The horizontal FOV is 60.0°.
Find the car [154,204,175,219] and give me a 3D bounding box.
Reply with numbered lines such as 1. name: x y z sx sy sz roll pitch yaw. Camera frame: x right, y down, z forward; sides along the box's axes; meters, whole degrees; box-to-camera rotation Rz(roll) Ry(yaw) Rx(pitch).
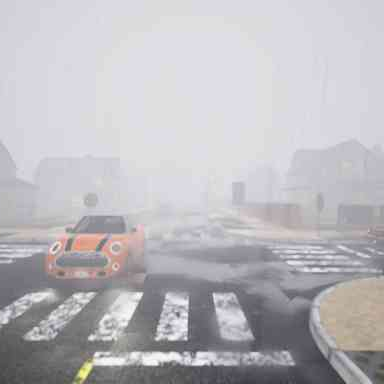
1. car: -2.696 1.884 33.872 2.033 1.411 5.357 0 -1 0

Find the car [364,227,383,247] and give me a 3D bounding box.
1. car: 9.853 1.776 13.794 4.718 1.301 1.895 0 0 3

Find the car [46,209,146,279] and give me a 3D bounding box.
1. car: -2.729 1.440 10.441 2.097 1.767 4.553 0 0 0
